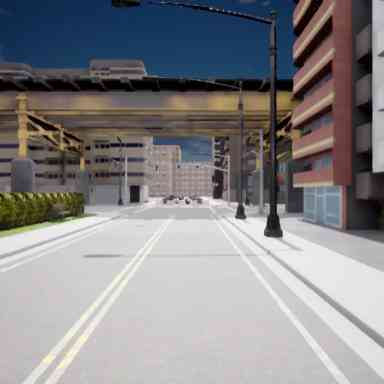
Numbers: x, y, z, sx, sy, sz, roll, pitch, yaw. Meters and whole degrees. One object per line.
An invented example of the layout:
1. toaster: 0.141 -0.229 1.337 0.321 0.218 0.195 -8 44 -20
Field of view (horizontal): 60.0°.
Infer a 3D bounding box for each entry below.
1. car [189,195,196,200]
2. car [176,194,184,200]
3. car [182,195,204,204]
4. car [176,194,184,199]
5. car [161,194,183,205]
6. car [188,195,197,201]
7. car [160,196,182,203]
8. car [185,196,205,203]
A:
1. car: 0.144 1.270 83.890 1.853 1.218 4.536 0 0 0
2. car: -3.288 1.428 92.360 2.038 1.542 4.974 0 0 0
3. car: 0.514 1.424 57.242 2.038 1.542 4.974 0 0 -20
4. car: -3.288 1.271 92.412 1.853 1.218 4.536 0 0 0
5. car: -3.646 1.424 57.549 2.038 1.542 4.974 0 0 25
6. car: 0.144 1.427 83.838 2.038 1.542 4.974 0 0 0
7. car: -3.625 1.266 57.596 1.853 1.218 4.536 0 0 25
8. car: 0.496 1.267 57.290 1.853 1.218 4.536 0 0 -20
